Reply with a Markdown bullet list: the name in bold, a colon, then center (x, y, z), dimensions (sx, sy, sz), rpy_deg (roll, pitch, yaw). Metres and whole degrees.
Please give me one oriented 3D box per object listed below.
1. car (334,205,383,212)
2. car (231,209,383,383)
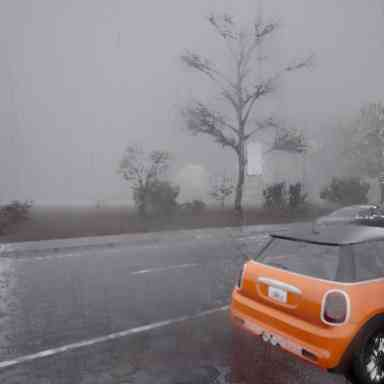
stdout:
- **car**: center (8.295, 1.454, 16.822), dimensions (4.892, 1.490, 1.837), rpy_deg (0, 0, -27)
- **car**: center (2.891, 1.337, 5.441), dimensions (4.553, 1.767, 2.097), rpy_deg (0, 0, -33)
